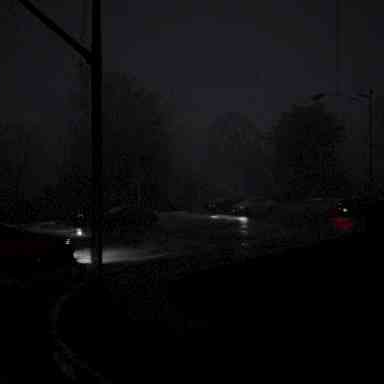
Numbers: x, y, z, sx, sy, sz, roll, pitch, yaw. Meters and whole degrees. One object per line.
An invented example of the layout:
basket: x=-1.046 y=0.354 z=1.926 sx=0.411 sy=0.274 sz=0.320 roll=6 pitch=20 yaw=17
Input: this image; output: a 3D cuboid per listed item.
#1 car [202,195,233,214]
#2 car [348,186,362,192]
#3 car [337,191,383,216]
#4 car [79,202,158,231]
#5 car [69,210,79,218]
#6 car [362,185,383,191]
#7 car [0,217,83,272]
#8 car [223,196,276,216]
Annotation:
car: x=3.215 y=1.135 z=31.519 sx=5.008 sy=1.535 sz=1.882 roll=-3 pitch=1 yaw=-36
car: x=22.033 y=-0.018 z=42.846 sx=5.357 sy=1.411 sz=2.033 roll=-4 pitch=2 yaw=-26
car: x=13.178 y=0.951 z=25.619 sx=4.892 sy=1.490 sz=1.837 roll=-3 pitch=1 yaw=-34
car: x=-4.311 y=1.530 z=20.916 sx=4.674 sy=1.442 sz=1.812 roll=-1 pitch=1 yaw=-40
car: x=-6.239 y=1.483 z=23.881 sx=5.008 sy=1.535 sz=1.882 roll=-1 pitch=1 yaw=-40
car: x=23.017 y=-0.044 z=39.420 sx=4.902 sy=1.511 sz=2.128 roll=-4 pitch=2 yaw=-26
car: x=-5.698 y=1.620 z=9.734 sx=1.994 sy=1.385 sz=4.181 roll=0 pitch=0 yaw=44
car: x=5.299 y=1.172 z=28.713 sx=4.674 sy=1.442 sz=1.812 roll=-3 pitch=2 yaw=-36
